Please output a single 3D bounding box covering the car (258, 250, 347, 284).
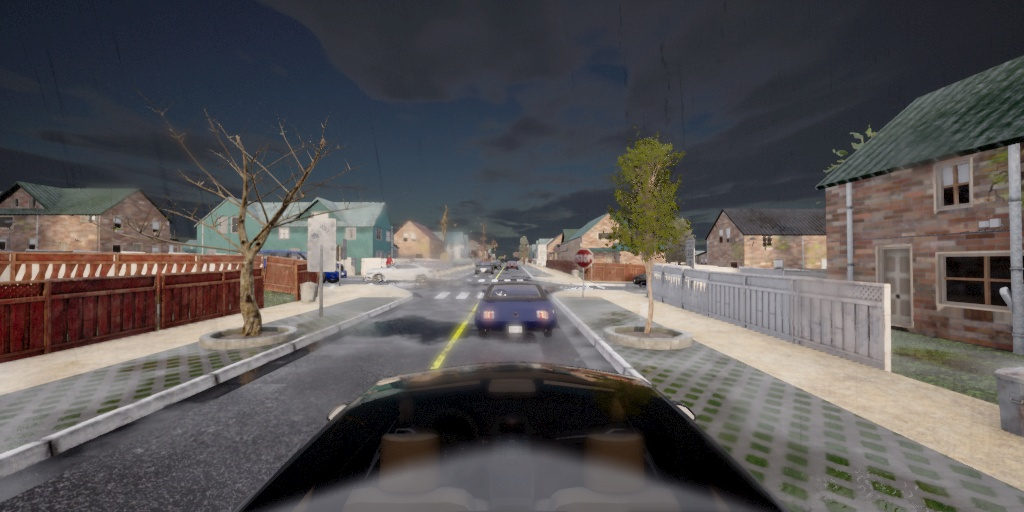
[{"bbox_3d":[-13.368,0.696,22.423,5.566,2.045,2.150,1,-1,-1],"label":"car"}]

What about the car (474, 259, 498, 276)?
[{"bbox_3d":[-2.920,1.289,38.709,2.128,1.511,4.902,0,0,0],"label":"car"}]

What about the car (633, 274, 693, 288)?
[{"bbox_3d":[11.184,1.553,25.385,5.008,1.535,1.882,1,-1,0],"label":"car"}]

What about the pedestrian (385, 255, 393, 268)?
[{"bbox_3d":[-9.681,0.796,28.264,0.375,1.860,0.375,0,-2,0],"label":"pedestrian"}]

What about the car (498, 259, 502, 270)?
[{"bbox_3d":[-2.930,1.441,53.265,1.895,1.301,4.718,0,0,0],"label":"car"}]

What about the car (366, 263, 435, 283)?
[{"bbox_3d":[-7.865,1.176,25.517,4.674,1.442,1.812,2,0,-22],"label":"car"}]

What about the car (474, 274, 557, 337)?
[{"bbox_3d":[0.082,1.355,10.239,1.895,1.301,4.718,0,0,0],"label":"car"}]

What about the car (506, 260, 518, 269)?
[{"bbox_3d":[-0.014,1.407,58.475,2.033,1.411,5.357,0,0,0],"label":"car"}]

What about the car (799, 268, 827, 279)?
[{"bbox_3d":[21.012,1.649,25.401,4.553,1.767,2.097,1,-1,0],"label":"car"}]
